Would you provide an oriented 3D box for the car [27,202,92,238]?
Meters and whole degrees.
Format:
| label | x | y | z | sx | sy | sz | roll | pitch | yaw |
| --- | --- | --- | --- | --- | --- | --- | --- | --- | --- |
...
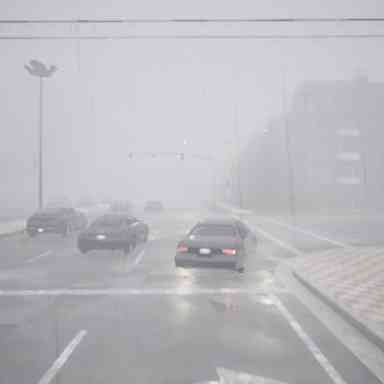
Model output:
| label | x | y | z | sx | sy | sz | roll | pitch | yaw |
| --- | --- | --- | --- | --- | --- | --- | --- | --- | --- |
| car | -7.128 | 1.523 | 17.969 | 1.837 | 1.490 | 4.892 | 0 | 0 | -1 |

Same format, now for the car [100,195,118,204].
| label | x | y | z | sx | sy | sz | roll | pitch | yaw |
| --- | --- | --- | --- | --- | --- | --- | --- | --- | --- |
| car | -16.283 | 1.627 | 64.212 | 1.994 | 1.385 | 4.181 | 0 | 0 | 0 |

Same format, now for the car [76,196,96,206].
| label | x | y | z | sx | sy | sz | roll | pitch | yaw |
| --- | --- | --- | --- | --- | --- | --- | --- | --- | --- |
| car | -16.303 | 1.542 | 51.051 | 2.128 | 1.511 | 4.902 | 0 | 0 | 0 |

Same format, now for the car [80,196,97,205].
| label | x | y | z | sx | sy | sz | roll | pitch | yaw |
| --- | --- | --- | --- | --- | --- | --- | --- | --- | --- |
| car | -19.784 | 1.588 | 63.568 | 1.812 | 1.442 | 4.674 | 0 | 0 | 0 |

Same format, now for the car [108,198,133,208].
| label | x | y | z | sx | sy | sz | roll | pitch | yaw |
| --- | --- | --- | --- | --- | --- | --- | --- | --- | --- |
| car | -7.891 | 1.638 | 37.943 | 1.895 | 1.301 | 4.718 | 0 | 0 | -2 |

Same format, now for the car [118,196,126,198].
| label | x | y | z | sx | sy | sz | roll | pitch | yaw |
| --- | --- | --- | --- | --- | --- | --- | --- | --- | --- |
| car | -16.276 | 1.588 | 76.603 | 1.812 | 1.442 | 4.674 | 0 | 0 | 0 |

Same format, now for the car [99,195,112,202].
| label | x | y | z | sx | sy | sz | roll | pitch | yaw |
| --- | --- | --- | --- | --- | --- | --- | --- | --- | --- |
| car | -19.776 | 1.572 | 76.394 | 1.837 | 1.490 | 4.892 | 0 | 0 | 0 |

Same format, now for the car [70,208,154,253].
| label | x | y | z | sx | sy | sz | roll | pitch | yaw |
| --- | --- | --- | --- | --- | --- | --- | --- | --- | --- |
| car | -3.094 | 1.578 | 13.825 | 1.994 | 1.385 | 4.181 | 0 | 0 | 4 |

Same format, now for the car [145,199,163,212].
| label | x | y | z | sx | sy | sz | roll | pitch | yaw |
| --- | --- | --- | --- | --- | --- | --- | --- | --- | --- |
| car | -4.438 | 1.531 | 39.492 | 2.128 | 1.511 | 4.902 | 0 | 0 | -2 |

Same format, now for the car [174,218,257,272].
| label | x | y | z | sx | sy | sz | roll | pitch | yaw |
| --- | --- | --- | --- | --- | --- | --- | --- | --- | --- |
| car | 0.980 | 1.558 | 10.936 | 2.033 | 1.411 | 5.357 | 0 | 0 | 15 |

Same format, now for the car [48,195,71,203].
| label | x | y | z | sx | sy | sz | roll | pitch | yaw |
| --- | --- | --- | --- | --- | --- | --- | --- | --- | --- |
| car | -19.792 | 1.401 | 49.821 | 2.097 | 1.767 | 4.553 | 0 | 0 | 0 |
